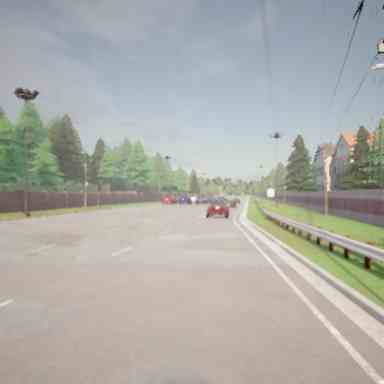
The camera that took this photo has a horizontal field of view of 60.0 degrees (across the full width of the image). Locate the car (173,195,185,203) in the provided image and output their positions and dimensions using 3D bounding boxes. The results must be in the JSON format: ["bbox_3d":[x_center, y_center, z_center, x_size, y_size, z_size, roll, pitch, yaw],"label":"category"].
[{"bbox_3d":[-3.153,1.759,83.082,2.097,1.767,4.553,0,0,10],"label":"car"}]

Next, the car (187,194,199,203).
[{"bbox_3d":[0.306,1.629,82.548,2.150,2.045,5.566,0,0,10],"label":"car"}]

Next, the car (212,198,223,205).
[{"bbox_3d":[5.432,1.988,71.060,1.837,1.490,4.892,0,0,10],"label":"car"}]

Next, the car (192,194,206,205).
[{"bbox_3d":[2.048,1.848,72.035,2.097,1.767,4.553,0,0,10],"label":"car"}]

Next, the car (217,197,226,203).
[{"bbox_3d":[7.199,1.901,81.330,1.837,1.490,4.892,0,0,10],"label":"car"}]

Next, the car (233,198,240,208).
[{"bbox_3d":[6.620,1.890,56.739,2.128,1.511,4.902,0,0,10],"label":"car"}]

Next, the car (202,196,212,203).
[{"bbox_3d":[3.745,1.757,81.895,2.097,1.767,4.553,0,0,10],"label":"car"}]

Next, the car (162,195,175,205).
[{"bbox_3d":[-4.911,1.717,72.872,2.150,2.045,5.566,0,0,10],"label":"car"}]

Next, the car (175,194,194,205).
[{"bbox_3d":[-1.461,1.715,72.278,2.150,2.045,5.566,0,0,10],"label":"car"}]

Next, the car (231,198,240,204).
[{"bbox_3d":[10.648,2.120,80.731,1.994,1.385,4.181,0,0,10],"label":"car"}]

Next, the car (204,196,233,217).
[{"bbox_3d":[2.751,1.589,33.879,2.097,1.767,4.553,0,0,9],"label":"car"}]
